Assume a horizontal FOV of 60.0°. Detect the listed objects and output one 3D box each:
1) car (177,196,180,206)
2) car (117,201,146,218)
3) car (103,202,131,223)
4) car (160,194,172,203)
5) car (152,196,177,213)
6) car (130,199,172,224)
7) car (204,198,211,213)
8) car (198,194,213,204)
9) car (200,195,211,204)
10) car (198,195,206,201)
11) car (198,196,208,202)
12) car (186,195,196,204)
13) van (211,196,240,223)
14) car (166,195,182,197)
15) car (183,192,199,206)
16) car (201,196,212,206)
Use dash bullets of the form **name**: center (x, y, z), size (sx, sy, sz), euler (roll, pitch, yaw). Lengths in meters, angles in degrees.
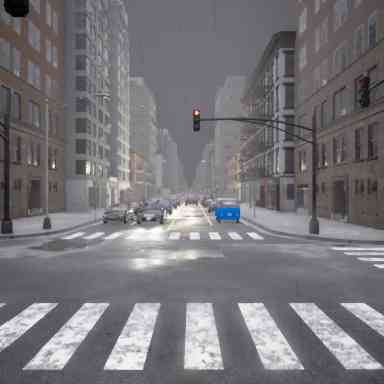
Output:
- **car**: center (-2.914, 1.560, 43.136), size (1.994, 1.385, 4.181), euler (0, 0, 0)
- **car**: center (-5.436, 1.543, 30.597), size (1.887, 1.381, 4.507), euler (0, 0, 0)
- **car**: center (-5.427, 1.549, 24.915), size (2.008, 1.369, 4.403), euler (0, 0, 0)
- **car**: center (-5.497, 1.292, 70.370), size (2.192, 1.841, 5.009), euler (0, 0, 0)
- **car**: center (-2.903, 1.476, 33.910), size (1.882, 1.535, 5.008), euler (0, 0, 0)
- **car**: center (-2.876, 1.490, 24.467), size (2.128, 1.511, 4.902), euler (0, 0, -1)
- **car**: center (2.580, 1.580, 36.299), size (1.802, 1.307, 4.206), euler (0, 0, 0)
- **car**: center (2.554, 1.305, 53.343), size (2.192, 1.841, 5.009), euler (0, 0, 0)
- **car**: center (2.537, 1.421, 64.706), size (1.967, 1.590, 4.097), euler (0, 0, 0)
- **car**: center (2.502, 1.530, 87.431), size (1.947, 1.339, 4.313), euler (0, 0, 0)
- **car**: center (2.519, 1.524, 76.068), size (2.008, 1.369, 4.403), euler (0, 0, 0)
- **car**: center (-0.101, 1.459, 65.064), size (1.882, 1.535, 5.008), euler (0, 0, 0)
- **van**: center (2.598, 1.340, 24.937), size (1.690, 1.788, 3.998), euler (0, 0, 0)
- **car**: center (-2.889, 1.554, 53.158), size (1.994, 1.385, 4.181), euler (0, 0, 1)
- **car**: center (-0.086, 1.340, 55.032), size (2.097, 1.767, 4.553), euler (0, 0, 0)
- **car**: center (2.563, 1.576, 47.662), size (1.802, 1.307, 4.206), euler (0, 0, 0)
